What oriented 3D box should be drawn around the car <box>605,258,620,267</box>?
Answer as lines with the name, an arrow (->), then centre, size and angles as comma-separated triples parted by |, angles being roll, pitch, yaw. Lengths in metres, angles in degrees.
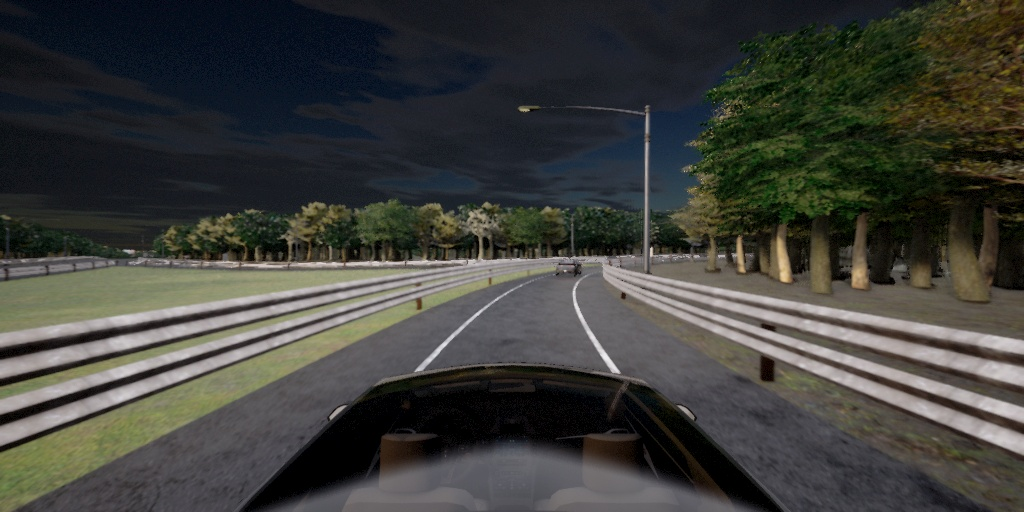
car -> 15.243, 0.945, 54.198 | 1.994, 1.385, 4.181 | 0, 1, 31

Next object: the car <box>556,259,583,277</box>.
car -> 5.302, 1.053, 32.848 | 2.128, 1.511, 4.902 | 0, 0, 18
